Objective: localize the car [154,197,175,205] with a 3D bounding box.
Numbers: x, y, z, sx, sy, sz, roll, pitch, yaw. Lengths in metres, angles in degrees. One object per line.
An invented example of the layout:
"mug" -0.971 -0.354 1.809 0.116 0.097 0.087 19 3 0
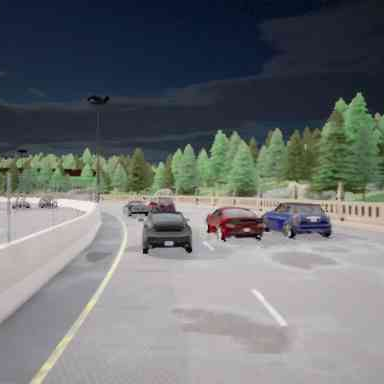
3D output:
"car" -3.375 1.360 36.255 2.097 1.767 4.553 0 0 -20

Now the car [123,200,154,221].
"car" -5.417 1.563 31.855 2.033 1.411 5.357 0 0 -19

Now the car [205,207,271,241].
"car" 1.947 1.470 16.650 1.882 1.535 5.008 0 0 -9

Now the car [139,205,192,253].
"car" -1.132 1.508 13.778 1.837 1.490 4.892 0 0 -8

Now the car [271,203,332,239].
"car" 5.317 1.333 17.560 2.097 1.767 4.553 0 0 -9
